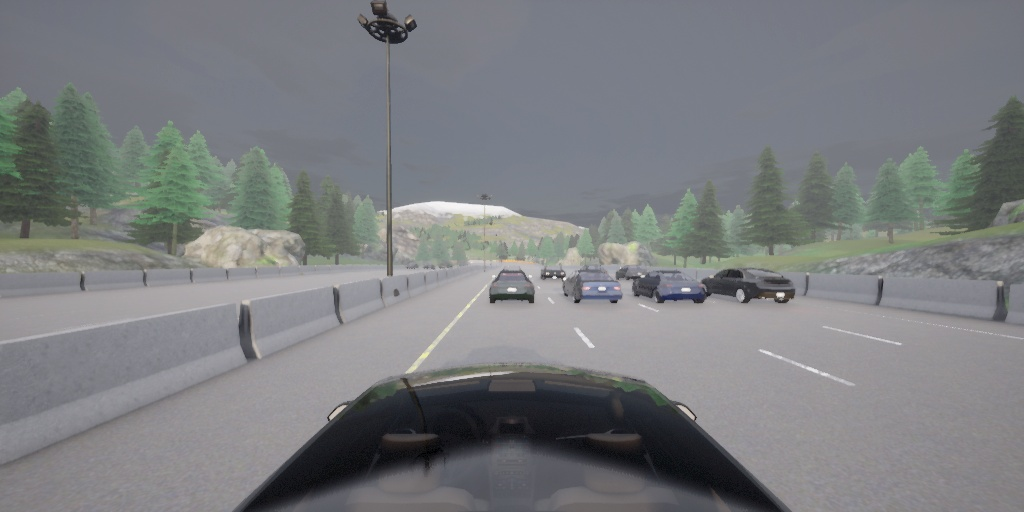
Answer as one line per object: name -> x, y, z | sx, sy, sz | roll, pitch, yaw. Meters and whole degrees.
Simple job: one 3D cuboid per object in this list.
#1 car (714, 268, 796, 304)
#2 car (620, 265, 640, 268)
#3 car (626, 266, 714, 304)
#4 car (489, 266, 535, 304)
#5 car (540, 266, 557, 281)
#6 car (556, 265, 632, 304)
car -> 10.500, 1.279, 16.441 | 1.837, 1.490, 4.892 | 0, 0, 0
car -> 10.500, 1.444, 31.455 | 1.994, 1.385, 4.181 | 0, -1, 0
car -> 7.000, 1.335, 16.442 | 1.994, 1.385, 4.181 | 0, 0, 0
car -> 0.000, 1.335, 16.442 | 1.994, 1.385, 4.181 | 0, 0, 0
car -> 3.500, 1.488, 31.484 | 1.895, 1.301, 4.718 | 0, -1, 0
car -> 3.500, 1.326, 16.441 | 2.033, 1.411, 5.357 | 0, 0, 0
